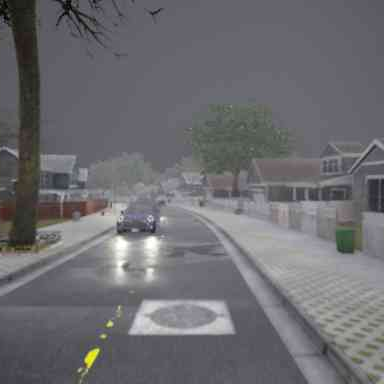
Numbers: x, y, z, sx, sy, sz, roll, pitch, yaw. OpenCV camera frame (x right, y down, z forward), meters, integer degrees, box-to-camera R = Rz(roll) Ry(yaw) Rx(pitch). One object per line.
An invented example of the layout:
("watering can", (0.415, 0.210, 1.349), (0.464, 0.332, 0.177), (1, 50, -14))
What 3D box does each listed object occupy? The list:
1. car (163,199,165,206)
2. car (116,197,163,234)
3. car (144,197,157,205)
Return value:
("car", (-4.339, 1.634, 36.289), (2.128, 1.511, 4.902), (0, 0, -7))
("car", (-3.009, 1.401, 19.383), (2.097, 1.767, 4.553), (0, 0, -2))
("car", (-8.647, 1.844, 69.748), (1.837, 1.490, 4.892), (0, -1, -17))
